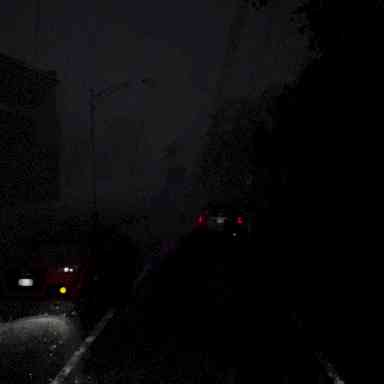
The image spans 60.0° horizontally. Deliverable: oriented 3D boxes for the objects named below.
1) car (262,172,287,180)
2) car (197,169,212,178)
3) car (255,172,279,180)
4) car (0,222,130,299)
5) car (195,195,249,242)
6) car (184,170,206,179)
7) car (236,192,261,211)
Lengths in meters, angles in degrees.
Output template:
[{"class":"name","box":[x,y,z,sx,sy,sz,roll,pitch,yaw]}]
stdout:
[{"class":"car","box":[18.367,-3.623,74.251,4.892,1.490,1.837,4,7,35]},{"class":"car","box":[1.806,-4.357,78.298,5.566,2.045,2.150,-1,6,-10]},{"class":"car","box":[16.049,-3.379,71.949,4.892,1.490,1.837,4,7,35]},{"class":"car","box":[-2.898,1.442,8.070,1.994,1.385,4.181,0,1,4]},{"class":"car","box":[1.397,1.187,15.577,2.097,1.767,4.553,1,1,7]},{"class":"car","box":[0.229,-3.638,74.640,4.181,1.385,1.994,-2,6,-19]},{"class":"car","box":[5.104,0.780,31.407,1.882,1.535,5.008,3,6,27]}]
